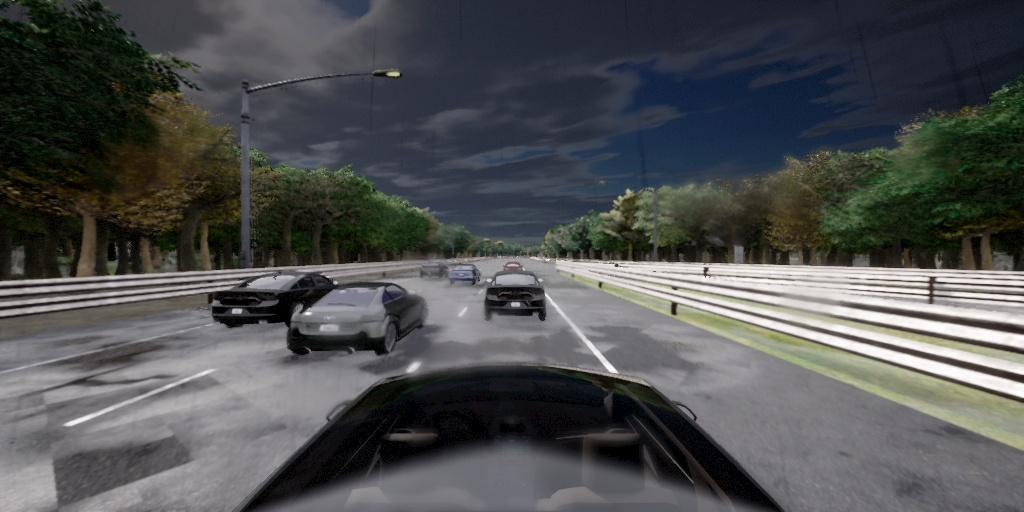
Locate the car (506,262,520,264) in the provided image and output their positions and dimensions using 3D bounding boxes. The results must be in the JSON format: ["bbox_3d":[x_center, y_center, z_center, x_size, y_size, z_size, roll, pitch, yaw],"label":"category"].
[{"bbox_3d":[0.102,1.280,33.653,1.812,1.442,4.674,0,0,0],"label":"car"}]

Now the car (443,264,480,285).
[{"bbox_3d":[-3.397,1.300,26.499,2.033,1.411,5.357,0,0,0],"label":"car"}]

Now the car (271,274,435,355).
[{"bbox_3d":[-3.399,1.315,8.687,1.994,1.385,4.181,0,0,0],"label":"car"}]

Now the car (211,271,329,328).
[{"bbox_3d":[-6.895,1.221,11.468,1.882,1.535,5.008,1,0,0],"label":"car"}]

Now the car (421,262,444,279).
[{"bbox_3d":[-6.899,1.246,32.416,2.128,1.511,4.902,0,0,0],"label":"car"}]

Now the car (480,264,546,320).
[{"bbox_3d":[0.102,1.228,12.678,1.882,1.535,5.008,0,0,0],"label":"car"}]
